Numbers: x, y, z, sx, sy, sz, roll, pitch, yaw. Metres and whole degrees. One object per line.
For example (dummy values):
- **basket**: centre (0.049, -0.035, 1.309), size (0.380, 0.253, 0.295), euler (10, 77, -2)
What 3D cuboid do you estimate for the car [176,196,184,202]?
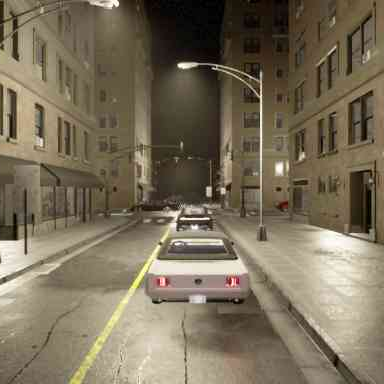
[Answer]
- **car**: centre (-2.734, 1.606, 77.946), size (1.812, 1.442, 4.674), euler (0, 0, 0)

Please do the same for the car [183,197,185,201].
- **car**: centre (-2.819, 1.545, 58.190), size (2.128, 1.511, 4.902), euler (0, 0, 0)

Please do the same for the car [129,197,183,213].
- **car**: centre (-4.009, 1.570, 35.954), size (5.357, 1.411, 2.033), euler (0, 0, 0)

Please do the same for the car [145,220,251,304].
- **car**: centre (0.106, 1.601, 8.074), size (1.895, 1.301, 4.718), euler (0, 0, 0)

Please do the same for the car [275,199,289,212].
- **car**: centre (12.275, 1.349, 38.536), size (5.009, 1.841, 2.192), euler (0, 0, 0)

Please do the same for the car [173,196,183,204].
- **car**: centre (-2.754, 1.574, 67.658), size (1.837, 1.490, 4.892), euler (0, 0, 1)

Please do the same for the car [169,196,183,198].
- **car**: centre (-2.834, 1.392, 48.979), size (2.097, 1.767, 4.553), euler (0, 0, 0)

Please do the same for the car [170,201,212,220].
- **car**: centre (0.109, 1.496, 18.295), size (2.128, 1.511, 4.902), euler (0, 0, -1)
